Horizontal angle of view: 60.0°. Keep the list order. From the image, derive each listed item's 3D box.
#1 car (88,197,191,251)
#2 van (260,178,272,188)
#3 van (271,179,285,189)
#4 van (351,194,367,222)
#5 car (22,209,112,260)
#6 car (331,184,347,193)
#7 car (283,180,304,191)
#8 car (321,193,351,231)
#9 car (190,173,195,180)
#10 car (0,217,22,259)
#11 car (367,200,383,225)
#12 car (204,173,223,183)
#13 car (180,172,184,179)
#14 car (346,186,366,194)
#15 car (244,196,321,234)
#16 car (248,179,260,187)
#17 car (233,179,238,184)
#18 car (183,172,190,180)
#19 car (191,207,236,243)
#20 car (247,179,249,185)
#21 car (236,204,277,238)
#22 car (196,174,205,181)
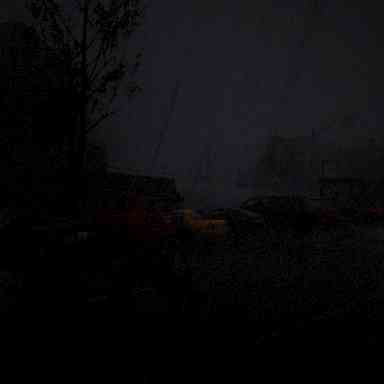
[{"bbox_3d":[-3.154,1.247,14.298,5.566,2.045,2.435,-1,-1,35],"label":"car"},{"bbox_3d":[16.183,-1.764,67.812,1.878,1.987,4.442,7,4,35],"label":"van"},{"bbox_3d":[17.911,-1.491,65.340,1.878,1.987,4.442,7,4,35],"label":"van"},{"bbox_3d":[9.255,1.296,22.880,4.442,1.987,1.878,-1,-1,35],"label":"van"},{"bbox_3d":[-5.600,1.524,12.554,4.792,1.488,2.163,-1,-1,35],"label":"car"},{"bbox_3d":[24.877,-0.426,55.589,2.435,2.045,5.566,7,3,35],"label":"car"},{"bbox_3d":[19.670,-0.992,62.977,2.231,1.521,4.892,7,3,35],"label":"car"},{"bbox_3d":[6.716,1.267,21.211,5.566,2.045,2.435,-1,-1,35],"label":"car"},{"bbox_3d":[2.293,-3.850,87.567,2.185,1.767,4.553,6,3,34],"label":"car"},{"bbox_3d":[-8.020,1.493,10.808,4.892,1.521,2.231,-1,-1,35],"label":"car"},{"bbox_3d":[11.665,1.403,24.629,4.553,1.767,2.185,-1,-1,35],"label":"car"},{"bbox_3d":[5.936,-3.176,82.840,1.946,1.575,5.366,7,3,34],"label":"car"},{"bbox_3d":[-1.206,-4.362,92.386,2.435,2.045,5.566,1,-1,34],"label":"car"},{"bbox_3d":[26.567,0.136,53.116,2.002,1.452,4.674,7,3,35],"label":"car"},{"bbox_3d":[4.202,1.262,19.507,5.566,2.045,2.435,-1,-1,35],"label":"car"},{"bbox_3d":[14.610,-1.812,70.544,1.946,1.575,5.366,7,3,35],"label":"car"},{"bbox_3d":[11.038,-2.317,75.328,2.002,1.452,4.674,7,3,35],"label":"car"},{"bbox_3d":[0.564,-4.085,90.038,2.185,1.767,4.553,4,1,33],"label":"car"},{"bbox_3d":[-0.834,1.502,16.124,5.366,1.575,1.946,-1,-1,35],"label":"car"},{"bbox_3d":[12.780,-2.043,72.865,2.002,1.452,4.674,7,4,35],"label":"car"},{"bbox_3d":[1.774,1.548,17.751,4.674,1.452,2.002,-1,-1,35],"label":"car"},{"bbox_3d":[4.086,-3.698,85.101,2.435,2.045,5.566,7,3,34],"label":"car"}]
